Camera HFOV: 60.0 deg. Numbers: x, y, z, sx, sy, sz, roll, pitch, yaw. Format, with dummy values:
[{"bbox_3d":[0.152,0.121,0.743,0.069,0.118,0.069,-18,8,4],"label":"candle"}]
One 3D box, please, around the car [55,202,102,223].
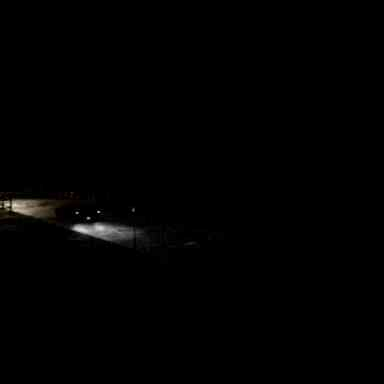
[{"bbox_3d":[-8.106,1.378,23.490,1.895,1.301,4.718,-1,2,-38],"label":"car"}]
